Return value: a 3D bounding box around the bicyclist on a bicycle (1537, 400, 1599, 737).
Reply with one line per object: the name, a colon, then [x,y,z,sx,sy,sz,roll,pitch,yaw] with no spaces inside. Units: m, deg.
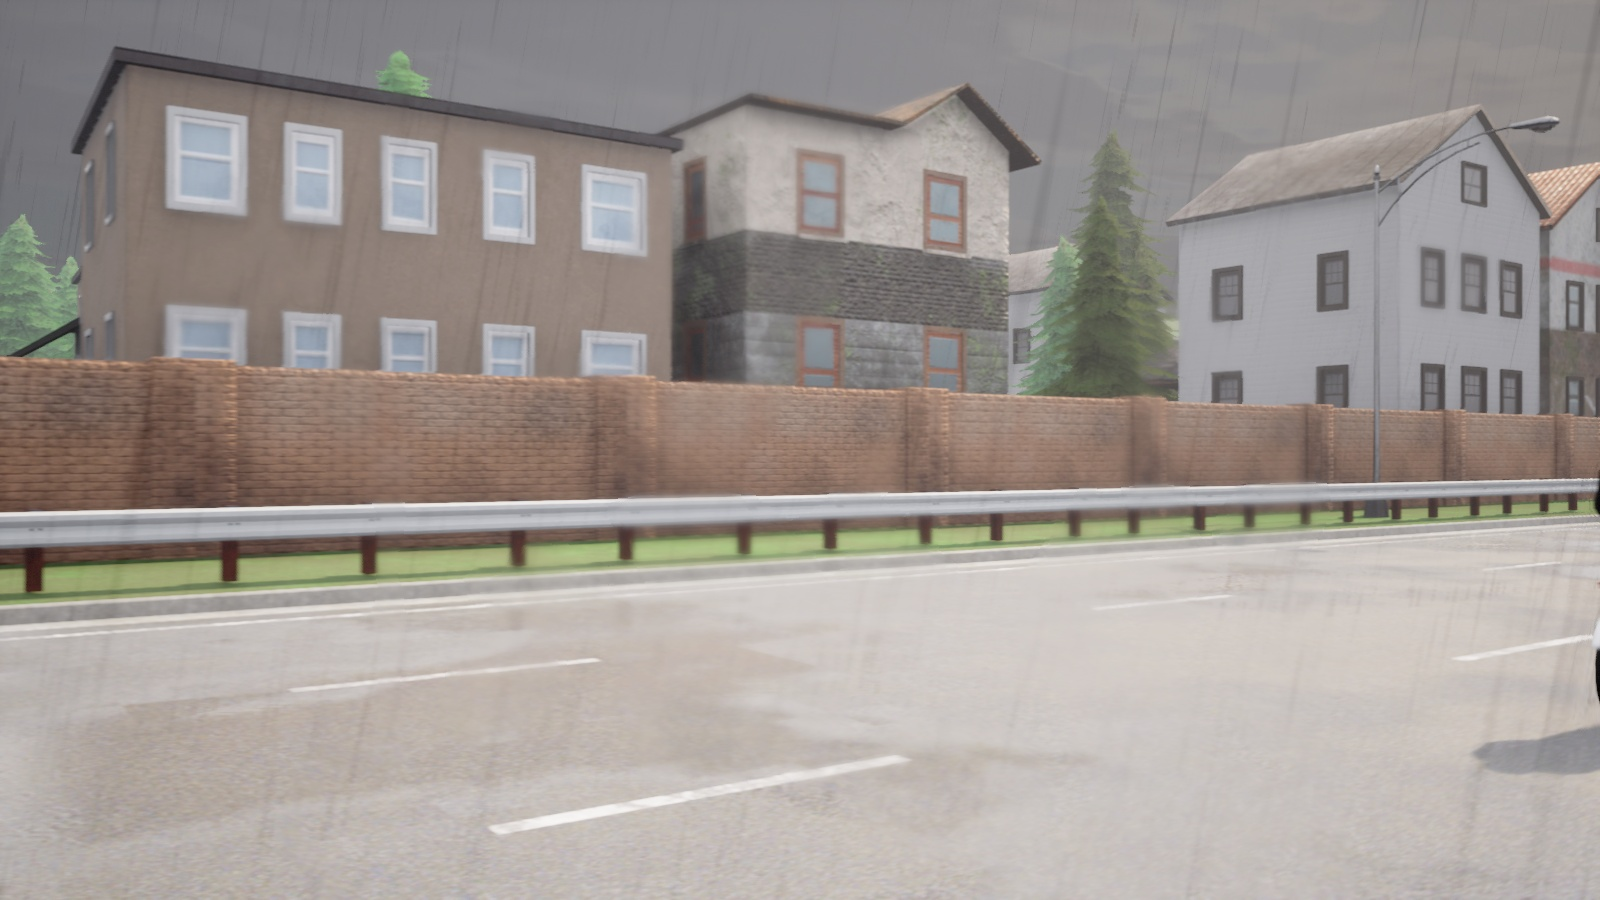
bicyclist on a bicycle: [4.983,0.622,7.128,1.843,1.776,0.659,0,0,-35]
